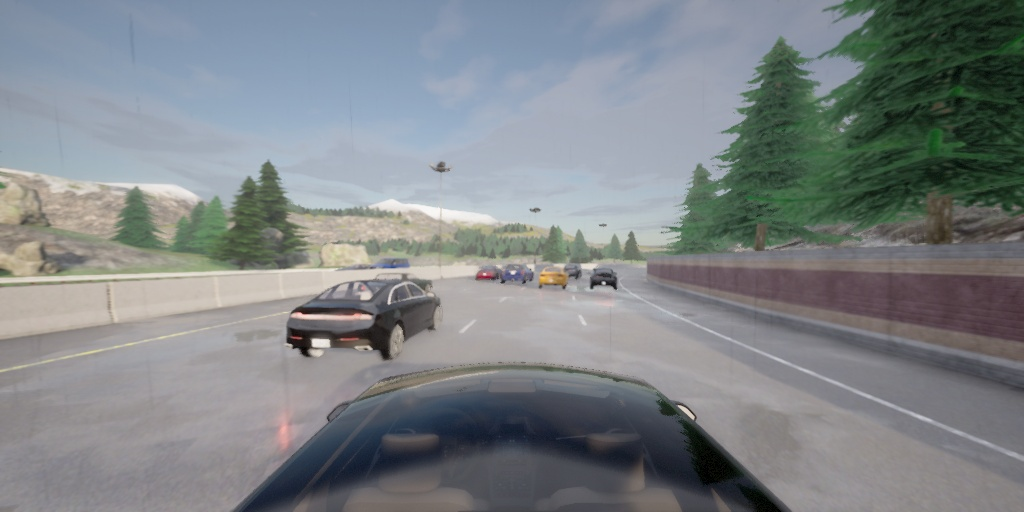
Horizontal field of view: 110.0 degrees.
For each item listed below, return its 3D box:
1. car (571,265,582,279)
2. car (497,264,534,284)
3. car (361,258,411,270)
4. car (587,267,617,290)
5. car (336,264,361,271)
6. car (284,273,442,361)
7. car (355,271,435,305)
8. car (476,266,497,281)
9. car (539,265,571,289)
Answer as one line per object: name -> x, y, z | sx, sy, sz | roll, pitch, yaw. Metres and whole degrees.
car -> 6.561, 1.736, 39.442 | 2.128, 1.511, 4.902 | 0, -1, 17
car -> 0.574, 1.437, 31.160 | 2.097, 1.767, 4.553 | 1, -1, 13
car -> -12.605, 1.209, 37.021 | 2.150, 2.045, 5.566 | 0, -1, 15
car -> 6.660, 1.605, 26.442 | 1.837, 1.490, 4.892 | 0, -1, 12
car -> -16.073, 1.518, 37.598 | 2.033, 1.411, 5.357 | 0, -1, 15
car -> -3.037, 1.283, 8.445 | 2.128, 1.511, 4.902 | 1, -1, 4
car -> -5.569, 1.469, 17.844 | 1.895, 1.301, 4.718 | 1, -1, 8
car -> -2.020, 1.664, 35.123 | 1.994, 1.385, 4.181 | 0, -1, 15
car -> 3.177, 1.543, 26.867 | 1.882, 1.535, 5.008 | 1, 0, 12
